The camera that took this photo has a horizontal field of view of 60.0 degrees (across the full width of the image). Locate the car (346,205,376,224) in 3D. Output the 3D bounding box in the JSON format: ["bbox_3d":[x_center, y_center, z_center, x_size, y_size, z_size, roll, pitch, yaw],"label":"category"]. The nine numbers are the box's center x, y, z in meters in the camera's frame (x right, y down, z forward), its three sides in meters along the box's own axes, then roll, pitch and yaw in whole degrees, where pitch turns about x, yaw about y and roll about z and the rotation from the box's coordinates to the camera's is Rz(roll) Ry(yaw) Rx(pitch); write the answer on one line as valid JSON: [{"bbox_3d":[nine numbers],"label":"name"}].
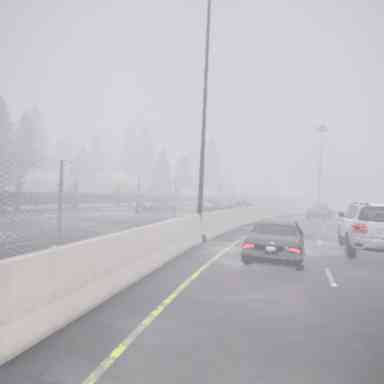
[{"bbox_3d":[16.441,2.103,32.216,2.033,1.411,5.357,3,0,33],"label":"car"}]

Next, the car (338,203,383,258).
[{"bbox_3d":[7.325,1.473,13.538,2.150,2.045,5.566,3,0,19],"label":"car"}]

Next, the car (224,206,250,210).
[{"bbox_3d":[4.714,1.591,33.283,1.994,1.385,4.181,3,0,30],"label":"car"}]

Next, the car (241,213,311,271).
[{"bbox_3d":[2.911,1.613,11.465,2.033,1.411,5.357,3,0,18],"label":"car"}]

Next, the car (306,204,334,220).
[{"bbox_3d":[12.637,1.931,32.723,2.033,1.411,5.357,3,0,32],"label":"car"}]
